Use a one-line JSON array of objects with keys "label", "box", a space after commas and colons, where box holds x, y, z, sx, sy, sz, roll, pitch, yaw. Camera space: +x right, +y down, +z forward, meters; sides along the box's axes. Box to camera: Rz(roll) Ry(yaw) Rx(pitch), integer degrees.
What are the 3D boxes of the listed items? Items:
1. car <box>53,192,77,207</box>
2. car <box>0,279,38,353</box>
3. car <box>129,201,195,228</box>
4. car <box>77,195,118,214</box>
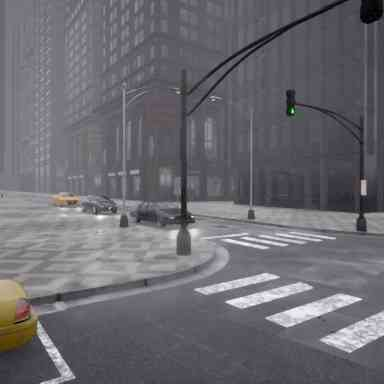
[{"label": "car", "box": [-13.872, 0.799, 36.629, 1.882, 1.535, 5.008, 0, 1, -36]}, {"label": "car", "box": [-4.347, 1.525, 3.543, 4.829, 1.417, 1.752, 0, 0, -36]}, {"label": "car", "box": [-2.001, 1.237, 20.207, 2.033, 1.411, 5.357, 0, 1, -36]}, {"label": "car", "box": [-7.982, 1.005, 28.477, 1.837, 1.490, 4.892, 0, 1, -36]}]
